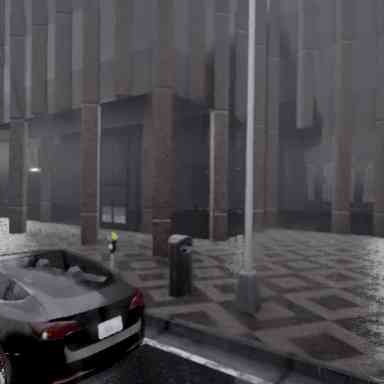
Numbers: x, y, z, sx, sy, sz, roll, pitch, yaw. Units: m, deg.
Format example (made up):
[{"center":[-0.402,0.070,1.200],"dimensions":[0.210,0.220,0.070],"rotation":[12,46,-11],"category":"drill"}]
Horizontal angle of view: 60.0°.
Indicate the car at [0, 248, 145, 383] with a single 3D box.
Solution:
[{"center":[-2.604,1.531,4.931],"dimensions":[4.313,1.339,1.947],"rotation":[1,1,36],"category":"car"}]
